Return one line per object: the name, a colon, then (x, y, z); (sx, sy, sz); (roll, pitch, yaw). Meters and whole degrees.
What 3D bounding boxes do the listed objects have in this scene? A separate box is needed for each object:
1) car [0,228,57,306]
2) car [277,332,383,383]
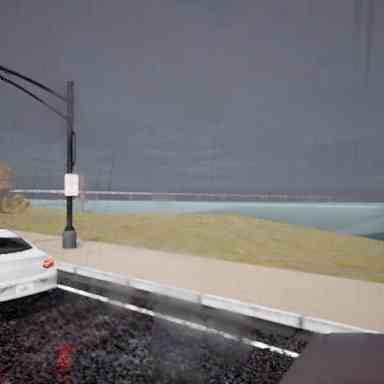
car: (-4.741, 1.471, 7.068); (4.674, 1.442, 1.812); (0, 0, 36)
car: (3.032, 1.560, 1.519); (5.357, 1.411, 2.033); (0, 0, 35)
